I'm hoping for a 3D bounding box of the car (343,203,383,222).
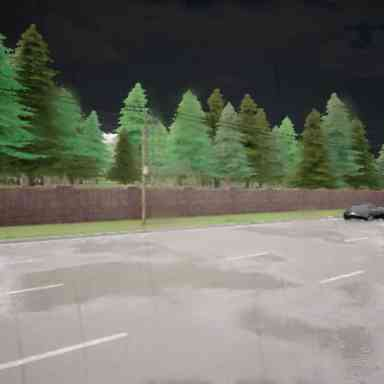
[{"bbox_3d":[13.965,1.602,26.603,4.181,1.385,1.994,0,0,-36],"label":"car"}]
